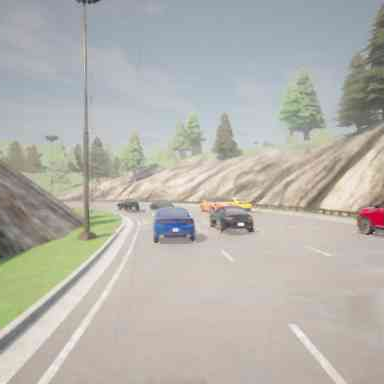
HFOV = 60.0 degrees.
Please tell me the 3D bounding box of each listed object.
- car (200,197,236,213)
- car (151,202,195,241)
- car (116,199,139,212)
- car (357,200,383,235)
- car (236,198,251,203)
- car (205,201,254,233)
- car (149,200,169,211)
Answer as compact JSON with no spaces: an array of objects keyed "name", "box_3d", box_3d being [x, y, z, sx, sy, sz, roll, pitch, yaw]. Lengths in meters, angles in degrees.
[{"name":"car","box_3d":[2.386,1.322,34.904,2.097,1.767,4.553,-1,0,-18]},{"name":"car","box_3d":[-0.997,1.488,16.807,1.882,1.535,5.008,0,0,-7]},{"name":"car","box_3d":[-7.882,1.591,40.708,1.837,1.490,4.892,1,-1,-27]},{"name":"car","box_3d":[9.814,1.109,14.886,2.150,2.045,5.566,0,0,-6]},{"name":"car","box_3d":[4.990,1.418,38.242,1.882,1.535,5.008,0,0,-20]},{"name":"car","box_3d":[2.211,1.499,19.344,1.812,1.442,4.674,0,0,-8]},{"name":"car","box_3d":[-3.727,1.603,39.941,1.994,1.385,4.181,0,0,-25]}]
